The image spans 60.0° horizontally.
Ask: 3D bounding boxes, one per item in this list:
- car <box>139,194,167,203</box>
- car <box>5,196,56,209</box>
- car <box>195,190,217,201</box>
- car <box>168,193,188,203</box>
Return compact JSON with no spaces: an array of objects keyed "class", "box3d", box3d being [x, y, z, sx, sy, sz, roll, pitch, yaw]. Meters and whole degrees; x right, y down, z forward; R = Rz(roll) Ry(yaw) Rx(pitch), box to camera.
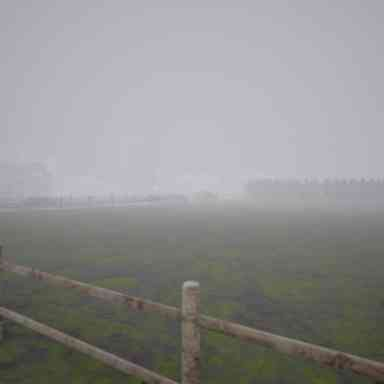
[{"class":"car","box3d":[-6.839,1.020,56.163,1.882,1.535,5.008,0,0,35]},{"class":"car","box3d":[-18.760,1.187,38.934,2.033,1.411,5.357,0,0,35]},{"class":"car","box3d":[2.859,0.695,65.281,2.150,2.045,5.566,0,0,35]},{"class":"car","box3d":[-2.679,0.877,57.149,2.097,1.767,4.553,0,0,35]}]
